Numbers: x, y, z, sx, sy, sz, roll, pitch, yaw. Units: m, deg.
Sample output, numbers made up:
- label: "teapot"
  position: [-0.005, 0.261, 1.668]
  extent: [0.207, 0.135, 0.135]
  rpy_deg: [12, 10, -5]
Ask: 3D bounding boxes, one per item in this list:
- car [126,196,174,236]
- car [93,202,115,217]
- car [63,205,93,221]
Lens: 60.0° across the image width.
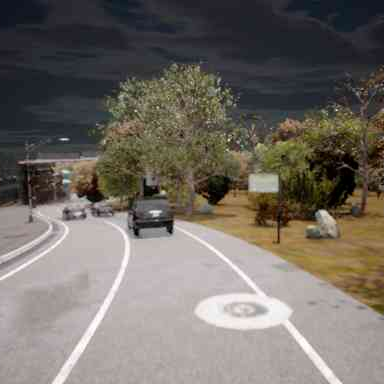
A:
- label: "car"
  position: [-2.551, 1.283, 19.514]
  extent: [2.150, 2.045, 5.566]
  rpy_deg: [-2, 0, -15]
- label: "car"
  position: [-10.043, 1.892, 37.084]
  extent: [2.128, 1.511, 4.902]
  rpy_deg: [-4, 0, -28]
- label: "car"
  position: [-11.874, 2.034, 33.505]
  extent: [2.128, 1.511, 4.902]
  rpy_deg: [-4, 0, -27]
